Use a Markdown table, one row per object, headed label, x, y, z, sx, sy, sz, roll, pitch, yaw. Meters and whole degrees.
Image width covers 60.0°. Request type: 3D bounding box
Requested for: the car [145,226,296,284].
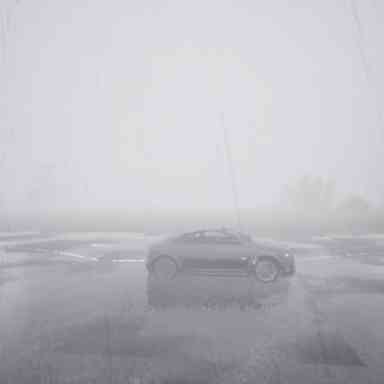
| label | x | y | z | sx | sy | sz | roll | pitch | yaw |
| --- | --- | --- | --- | --- | --- | --- | --- | --- | --- |
| car | 0.780 | 1.696 | 9.621 | 4.181 | 1.385 | 1.994 | -1 | 0 | 7 |
